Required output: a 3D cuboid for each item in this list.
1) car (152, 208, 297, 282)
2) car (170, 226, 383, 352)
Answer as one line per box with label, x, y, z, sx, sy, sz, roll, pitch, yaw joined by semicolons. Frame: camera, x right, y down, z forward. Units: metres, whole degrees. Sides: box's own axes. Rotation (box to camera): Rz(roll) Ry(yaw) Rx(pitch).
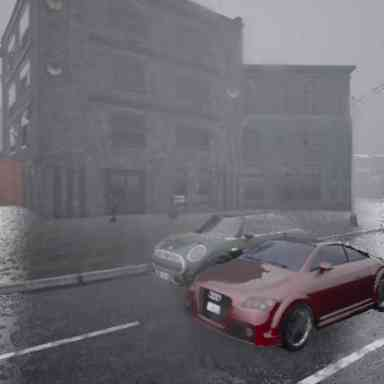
car;1.164;1.355;9.113;4.553;1.767;2.097;0;0;-36
car;1.943;1.569;6.220;4.181;1.385;1.994;0;0;-36
